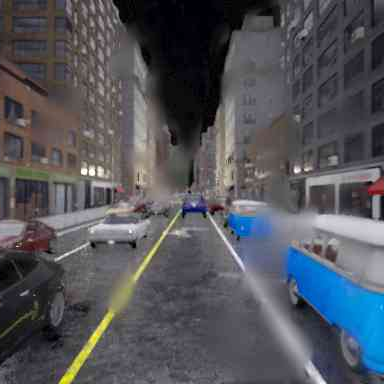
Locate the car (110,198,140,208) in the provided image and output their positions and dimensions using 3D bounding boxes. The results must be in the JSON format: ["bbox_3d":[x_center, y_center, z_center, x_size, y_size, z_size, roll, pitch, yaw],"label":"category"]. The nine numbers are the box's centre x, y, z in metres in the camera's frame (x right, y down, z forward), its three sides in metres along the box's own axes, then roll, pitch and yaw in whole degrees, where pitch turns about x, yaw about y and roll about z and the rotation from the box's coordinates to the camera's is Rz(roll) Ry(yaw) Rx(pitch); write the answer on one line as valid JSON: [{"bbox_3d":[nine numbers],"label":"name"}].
[{"bbox_3d":[-5.761,1.487,27.149,1.752,1.417,4.829,1,0,0],"label":"car"}]

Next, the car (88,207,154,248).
[{"bbox_3d":[-3.044,1.579,14.739,1.895,1.301,4.718,0,0,0],"label":"car"}]

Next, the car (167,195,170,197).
[{"bbox_3d":[-5.649,1.502,60.276,2.008,1.369,4.403,1,0,0],"label":"car"}]

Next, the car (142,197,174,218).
[{"bbox_3d":[-2.916,1.472,29.611,1.837,1.490,4.892,0,0,1],"label":"car"}]

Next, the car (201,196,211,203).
[{"bbox_3d":[2.914,1.520,71.239,2.008,1.369,4.403,1,0,0],"label":"car"}]

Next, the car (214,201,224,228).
[{"bbox_3d":[2.751,1.531,21.816,2.008,1.369,4.403,1,0,0],"label":"car"}]

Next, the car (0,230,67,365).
[{"bbox_3d":[-3.088,1.516,4.139,1.812,1.442,4.674,0,0,0],"label":"car"}]

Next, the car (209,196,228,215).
[{"bbox_3d":[2.790,1.286,32.799,2.192,1.841,5.009,1,0,0],"label":"car"}]

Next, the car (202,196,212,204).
[{"bbox_3d":[2.896,1.511,65.747,1.887,1.381,4.507,1,0,0],"label":"car"}]

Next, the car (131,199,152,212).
[{"bbox_3d":[-5.724,1.536,38.305,1.802,1.307,4.206,1,0,0],"label":"car"}]

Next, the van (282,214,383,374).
[{"bbox_3d":[2.699,1.339,5.341,1.690,1.788,3.998,1,0,0],"label":"van"}]

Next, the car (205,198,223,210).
[{"bbox_3d":[2.824,1.517,43.782,2.008,1.369,4.403,1,0,0],"label":"car"}]

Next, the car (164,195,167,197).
[{"bbox_3d":[-5.668,1.476,54.613,1.752,1.417,4.829,1,0,0],"label":"car"}]

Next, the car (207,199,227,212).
[{"bbox_3d":[2.805,1.534,38.290,1.947,1.339,4.313,1,0,0],"label":"car"}]

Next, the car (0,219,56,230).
[{"bbox_3d":[-5.818,1.560,10.839,1.802,1.307,4.206,1,0,0],"label":"car"}]

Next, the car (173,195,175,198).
[{"bbox_3d":[-5.592,1.398,76.755,1.967,1.590,4.097,1,0,0],"label":"car"}]

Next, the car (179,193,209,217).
[{"bbox_3d":[0.200,1.191,30.528,2.150,2.045,5.566,0,0,1],"label":"car"}]

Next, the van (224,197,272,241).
[{"bbox_3d":[2.735,1.327,16.324,1.690,1.788,3.998,1,0,0],"label":"van"}]

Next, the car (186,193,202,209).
[{"bbox_3d":[0.247,1.185,45.147,2.150,2.045,5.566,0,0,0],"label":"car"}]

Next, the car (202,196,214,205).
[{"bbox_3d":[2.878,1.510,60.256,1.887,1.381,4.507,1,0,0],"label":"car"}]

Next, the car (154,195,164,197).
[{"bbox_3d":[-5.685,1.391,49.290,1.967,1.590,4.097,1,0,0],"label":"car"}]

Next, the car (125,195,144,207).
[{"bbox_3d":[-5.740,1.273,32.811,2.192,1.841,5.009,1,0,0],"label":"car"}]
